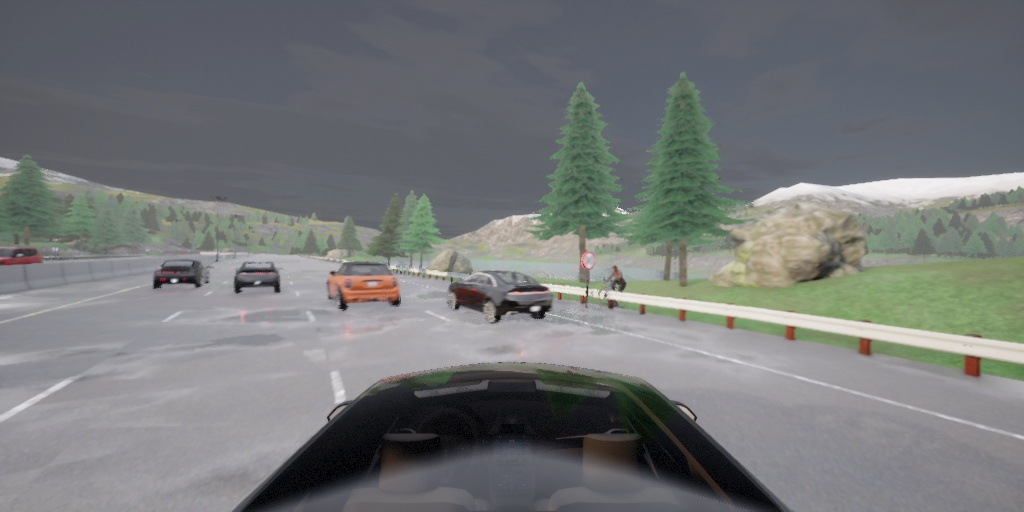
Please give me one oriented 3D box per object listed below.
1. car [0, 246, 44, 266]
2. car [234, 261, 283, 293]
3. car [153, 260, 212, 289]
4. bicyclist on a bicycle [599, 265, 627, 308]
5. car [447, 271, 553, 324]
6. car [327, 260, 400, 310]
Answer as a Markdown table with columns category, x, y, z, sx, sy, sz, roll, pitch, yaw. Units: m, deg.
| category | x | y | z | sx | sy | sz | roll | pitch | yaw |
| --- | --- | --- | --- | --- | --- | --- | --- | --- | --- |
| car | -33.143 | 0.406 | 23.239 | 2.150 | 2.045 | 5.566 | 1 | 0 | -33 |
| car | -13.208 | 1.021 | 18.751 | 2.128 | 1.511 | 4.902 | 1 | 0 | -34 |
| car | -18.236 | 0.949 | 19.969 | 1.837 | 1.490 | 4.892 | 1 | 0 | -34 |
| bicyclist on a bicycle | 4.051 | 1.194 | 14.129 | 1.656 | 1.620 | 0.582 | 15 | -9 | -32 |
| car | -0.609 | 1.235 | 12.096 | 2.128 | 1.511 | 4.902 | 1 | 0 | -32 |
| car | -6.102 | 1.001 | 14.477 | 2.097 | 1.767 | 4.553 | 1 | 0 | -33 |
